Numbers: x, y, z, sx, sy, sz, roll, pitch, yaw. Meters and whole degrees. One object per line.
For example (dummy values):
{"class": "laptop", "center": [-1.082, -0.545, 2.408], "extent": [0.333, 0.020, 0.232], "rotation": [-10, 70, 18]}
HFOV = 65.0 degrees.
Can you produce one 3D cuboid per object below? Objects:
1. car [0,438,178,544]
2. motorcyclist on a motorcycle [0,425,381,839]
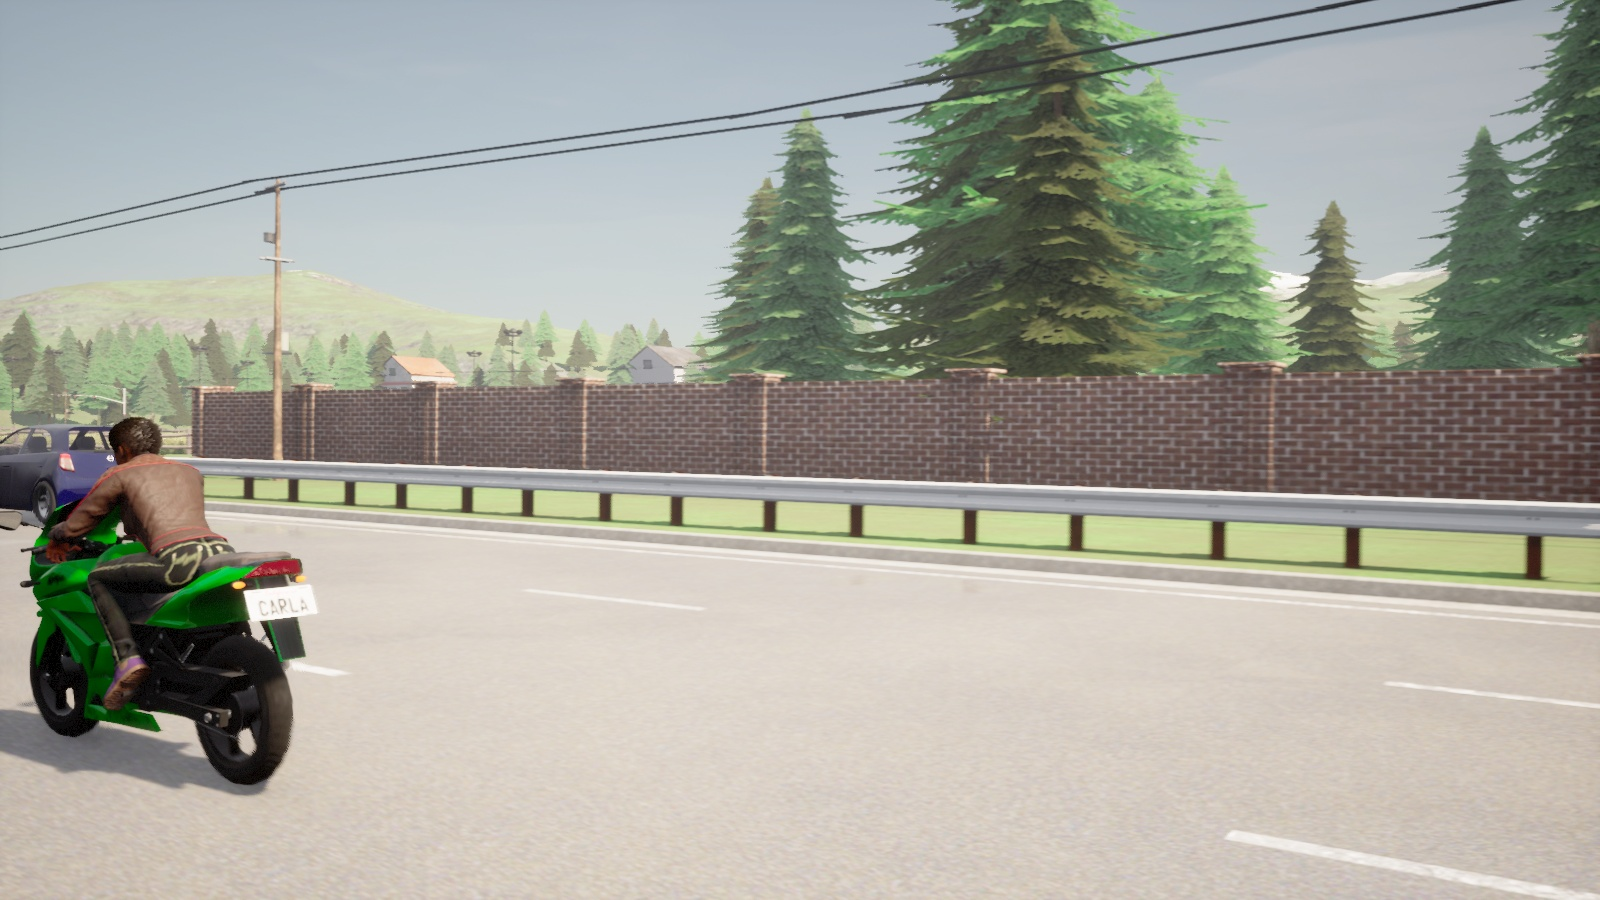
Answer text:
{"class": "car", "center": [-11.741, 0.581, 19.824], "extent": [3.633, 1.501, 1.845], "rotation": [0, 1, 34]}
{"class": "motorcyclist on a motorcycle", "center": [-2.841, 0.664, 5.509], "extent": [2.044, 1.523, 0.797], "rotation": [0, 1, 34]}
